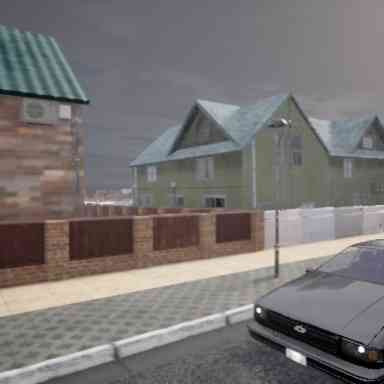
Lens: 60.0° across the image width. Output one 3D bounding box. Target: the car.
[{"bbox_3d":[3.377,1.556,5.489,5.357,1.411,2.033,0,0,-36],"label":"car"}]
